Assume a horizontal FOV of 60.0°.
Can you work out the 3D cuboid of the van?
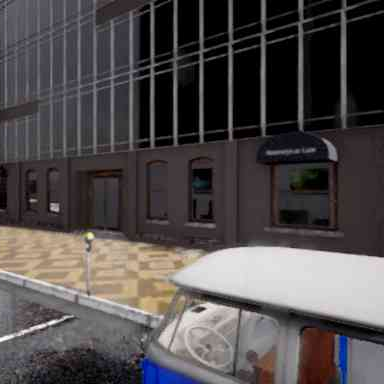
[{"bbox_3d":[1.453,1.342,1.839,3.998,1.788,1.690,0,0,35],"label":"van"}]
